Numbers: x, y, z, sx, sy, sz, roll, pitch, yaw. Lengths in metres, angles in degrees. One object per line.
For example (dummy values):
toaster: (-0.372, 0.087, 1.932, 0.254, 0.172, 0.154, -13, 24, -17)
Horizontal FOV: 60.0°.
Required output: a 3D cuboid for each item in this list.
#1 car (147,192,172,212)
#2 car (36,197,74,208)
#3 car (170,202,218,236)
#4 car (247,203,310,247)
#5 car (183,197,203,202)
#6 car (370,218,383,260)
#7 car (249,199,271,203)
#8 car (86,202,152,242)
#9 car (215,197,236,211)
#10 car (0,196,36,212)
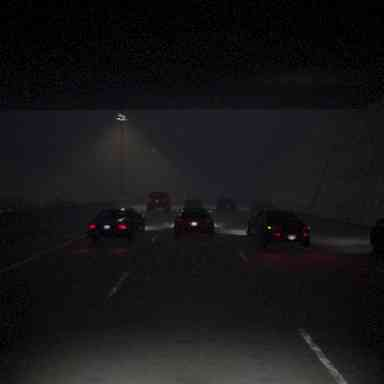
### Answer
car: (-3.382, 0.980, 34.959, 2.150, 2.045, 5.566, 0, 0, 0)
car: (-14.076, 1.248, 35.269, 2.128, 1.511, 4.902, 0, 0, 0)
car: (0.103, 1.443, 17.492, 1.994, 1.385, 4.181, 0, 0, 0)
car: (3.588, 1.426, 14.274, 1.812, 1.442, 4.674, 0, 0, 0)
car: (0.120, 1.244, 35.879, 2.128, 1.511, 4.902, 0, 0, 0)
car: (7.099, 1.159, 8.887, 2.150, 2.045, 5.566, 0, 0, 0)
car: (7.117, 1.363, 34.355, 1.895, 1.301, 4.718, 0, 0, 0)
car: (-3.399, 1.438, 15.815, 2.033, 1.411, 5.357, 0, 0, 0)
car: (3.619, 1.243, 35.878, 2.128, 1.511, 4.902, 0, 0, 0)
car: (-17.580, 1.365, 34.193, 1.895, 1.301, 4.718, 0, 0, 0)
